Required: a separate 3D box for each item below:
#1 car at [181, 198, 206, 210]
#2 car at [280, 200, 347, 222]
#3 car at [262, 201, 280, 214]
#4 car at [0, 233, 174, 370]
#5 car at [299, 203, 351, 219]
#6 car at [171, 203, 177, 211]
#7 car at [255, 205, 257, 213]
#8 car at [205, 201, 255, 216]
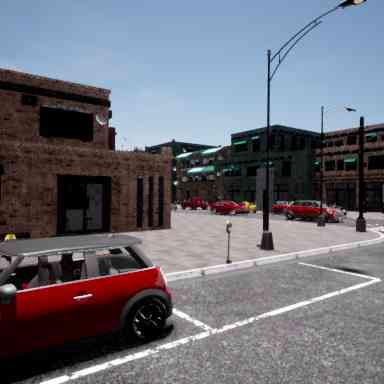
[{"bbox_3d":[0.307,1.772,50.911,2.192,1.841,5.009,0,-1,-35],"label":"car"},{"bbox_3d":[9.901,1.479,27.005,2.097,1.767,4.553,1,-1,-35],"label":"car"},{"bbox_3d":[9.803,1.739,37.239,1.967,1.590,4.097,0,-1,-35],"label":"car"},{"bbox_3d":[-2.383,1.440,4.844,4.097,1.590,1.967,0,1,-36],"label":"car"},{"bbox_3d":[12.967,1.811,32.681,1.947,1.339,4.313,0,-1,-35],"label":"car"},{"bbox_3d":[-3.867,1.883,46.802,1.812,1.442,4.674,1,-1,-35],"label":"car"},{"bbox_3d":[6.540,1.878,41.934,1.752,1.417,4.829,0,-1,-35],"label":"car"},{"bbox_3d":[3.967,1.703,35.498,1.882,1.535,5.008,1,-1,-35],"label":"car"}]
